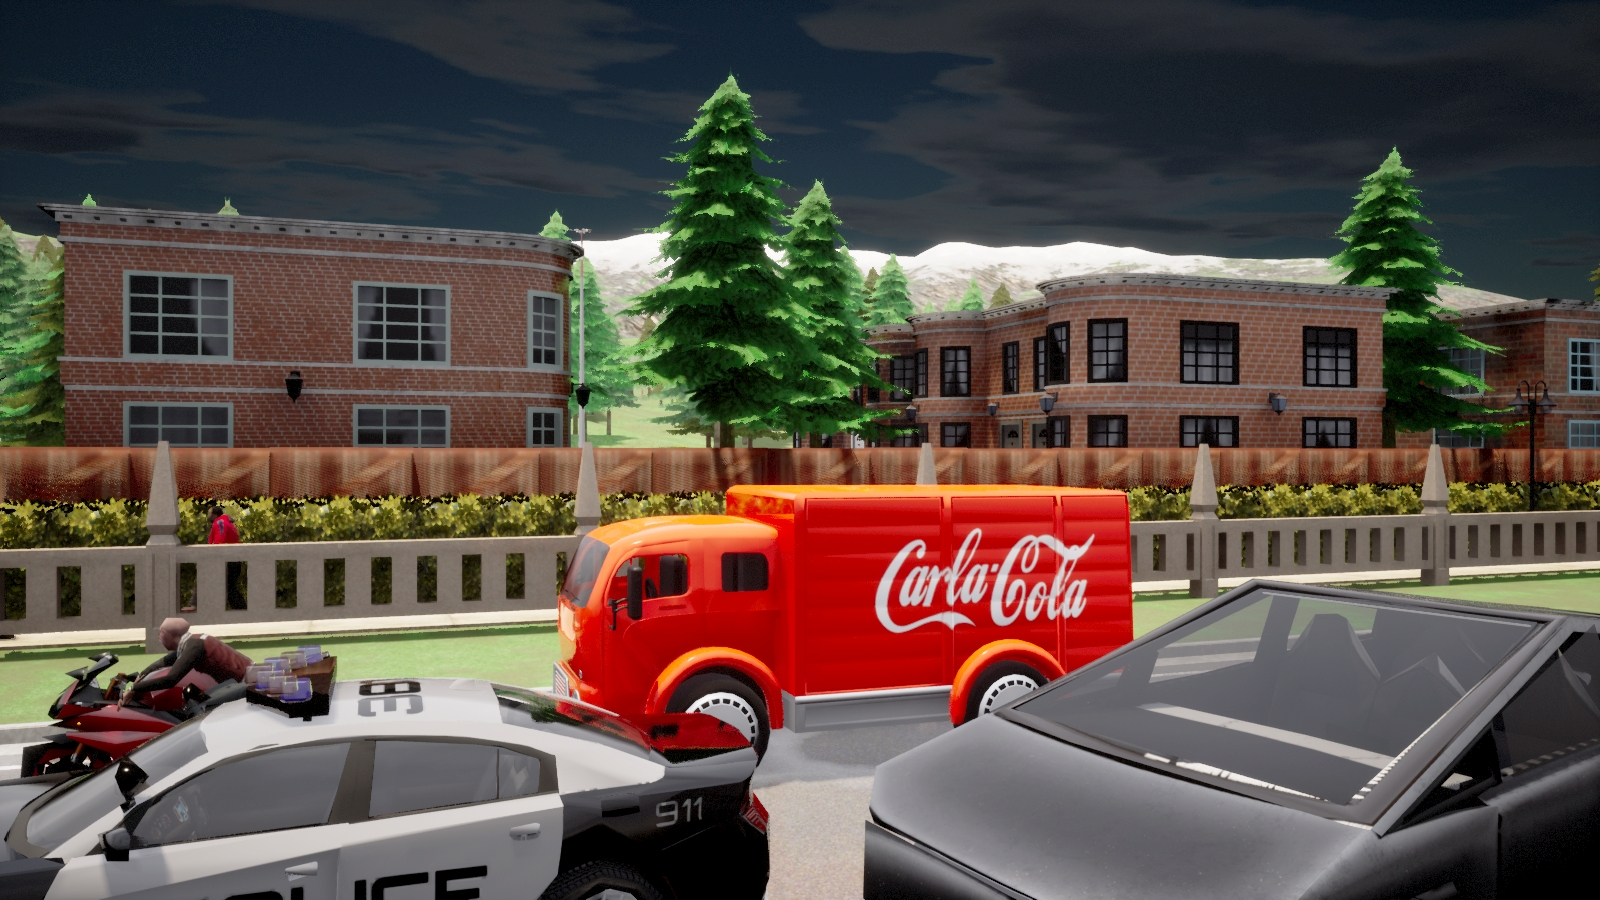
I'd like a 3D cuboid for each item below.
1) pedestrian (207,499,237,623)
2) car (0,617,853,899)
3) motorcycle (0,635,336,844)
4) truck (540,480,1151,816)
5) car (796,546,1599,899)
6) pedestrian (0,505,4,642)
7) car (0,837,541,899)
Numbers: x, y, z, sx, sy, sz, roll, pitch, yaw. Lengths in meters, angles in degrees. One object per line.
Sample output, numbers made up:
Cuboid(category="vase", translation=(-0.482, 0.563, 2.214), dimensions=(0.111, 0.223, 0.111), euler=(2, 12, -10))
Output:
Cuboid(category="pedestrian", translation=(-8.918, 1.700, 17.634), dimensions=(0.375, 1.860, 0.375), euler=(0, 0, -21))
Cuboid(category="car", translation=(-2.539, 1.983, 6.100), dimensions=(5.238, 1.638, 2.097), euler=(0, 0, -20))
Cuboid(category="motorcycle", translation=(-4.855, 2.205, 8.981), dimensions=(2.209, 1.251, 0.867), euler=(0, 0, -20))
Cuboid(category="truck", translation=(0.341, 1.571, 10.872), dimensions=(5.204, 2.467, 2.627), euler=(0, 0, -20))
Cuboid(category="car", translation=(3.288, 1.756, 5.800), dimensions=(6.274, 2.098, 2.390), euler=(0, 0, -31))
Cuboid(category="pedestrian", translation=(-11.157, 1.700, 15.618), dimensions=(0.375, 1.860, 0.375), euler=(0, 0, -20))
Cuboid(category="car", translation=(-2.622, 2.065, 2.345), dimensions=(4.193, 1.474, 1.816), euler=(0, 0, -20))
